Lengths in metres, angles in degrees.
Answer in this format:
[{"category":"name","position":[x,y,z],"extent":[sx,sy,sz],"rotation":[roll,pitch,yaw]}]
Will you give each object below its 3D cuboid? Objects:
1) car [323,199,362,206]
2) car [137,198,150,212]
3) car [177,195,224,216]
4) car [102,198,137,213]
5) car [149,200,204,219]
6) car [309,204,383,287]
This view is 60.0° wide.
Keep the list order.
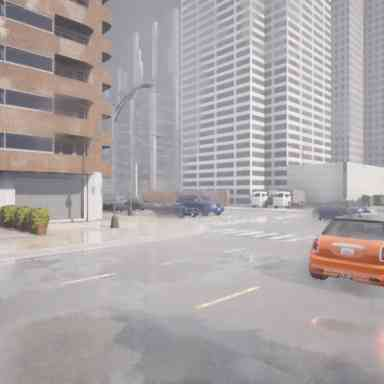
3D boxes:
[{"category":"car","position":[11.170,1.394,25.212],"extent":[2.097,1.767,4.553],"rotation":[0,0,-14]},{"category":"car","position":[-6.353,1.560,40.523],"extent":[1.837,1.490,4.892],"rotation":[0,0,-44]},{"category":"car","position":[0.644,1.278,33.280],"extent":[2.150,2.045,5.566],"rotation":[0,0,-44]},{"category":"car","position":[-8.973,1.603,38.195],"extent":[2.033,1.411,5.357],"rotation":[0,0,-44]},{"category":"car","position":[-1.469,1.656,30.428],"extent":[1.895,1.301,4.718],"rotation":[0,0,-44]},{"category":"car","position":[5.059,1.353,8.909],"extent":[4.553,1.767,2.097],"rotation":[0,0,-43]}]
